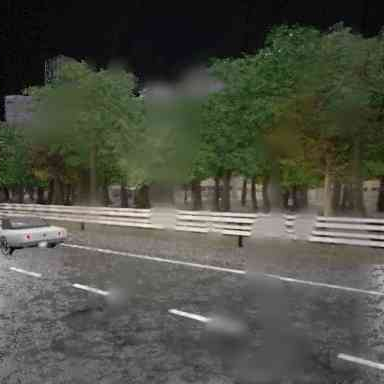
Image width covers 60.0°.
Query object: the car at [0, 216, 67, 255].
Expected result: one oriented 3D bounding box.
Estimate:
[{"bbox_3d":[-7.185,1.603,13.307,4.718,1.301,1.895,0,0,36],"label":"car"}]
